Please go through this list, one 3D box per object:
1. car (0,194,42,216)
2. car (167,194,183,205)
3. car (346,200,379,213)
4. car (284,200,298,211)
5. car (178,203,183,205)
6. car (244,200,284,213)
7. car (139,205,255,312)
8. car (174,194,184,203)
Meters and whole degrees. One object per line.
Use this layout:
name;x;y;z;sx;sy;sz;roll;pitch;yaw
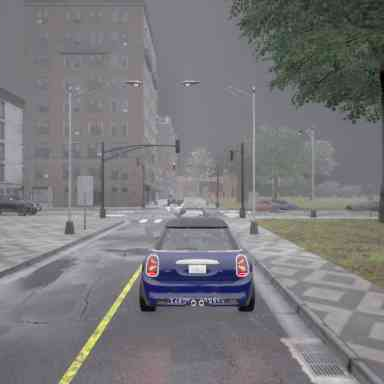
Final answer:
car;-17.138;1.190;31.126;5.566;2.045;2.150;0;-1;0
car;-2.985;1.297;55.739;2.150;2.045;5.566;0;0;-2
car;19.857;1.633;37.929;4.181;1.385;1.994;0;-1;0
car;10.253;1.642;41.154;5.357;1.411;2.033;0;-1;0
car;0.017;1.537;17.558;1.812;1.442;4.674;0;0;1
car;7.765;1.619;37.655;4.181;1.385;1.994;0;-1;-5
car;0.093;1.355;7.885;2.097;1.767;4.553;0;0;0
car;-2.927;1.374;76.126;2.150;2.045;5.566;0;0;0
